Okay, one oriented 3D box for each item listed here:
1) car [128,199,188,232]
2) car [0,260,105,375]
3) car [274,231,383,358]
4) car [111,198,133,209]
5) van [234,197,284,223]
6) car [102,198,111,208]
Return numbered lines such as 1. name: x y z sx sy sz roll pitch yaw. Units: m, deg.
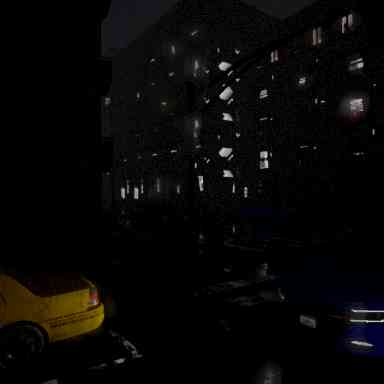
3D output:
1. car: -1.876 1.441 20.020 1.967 1.590 4.097 0 0 -36
2. car: -3.568 1.525 4.020 4.829 1.417 1.752 0 0 -36
3. car: 3.597 1.479 5.954 5.008 1.535 1.882 0 0 -36
4. car: -8.407 1.463 43.249 1.887 1.381 4.507 -1 0 -36
5. van: 4.913 1.280 24.934 1.690 1.788 3.998 0 0 -36
6. car: -11.737 1.463 47.827 1.887 1.381 4.507 -1 0 -36
